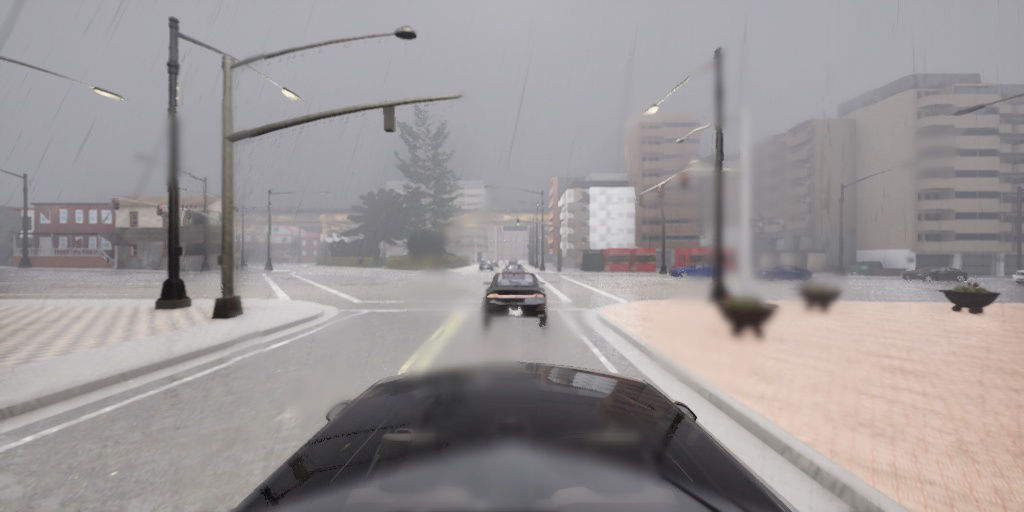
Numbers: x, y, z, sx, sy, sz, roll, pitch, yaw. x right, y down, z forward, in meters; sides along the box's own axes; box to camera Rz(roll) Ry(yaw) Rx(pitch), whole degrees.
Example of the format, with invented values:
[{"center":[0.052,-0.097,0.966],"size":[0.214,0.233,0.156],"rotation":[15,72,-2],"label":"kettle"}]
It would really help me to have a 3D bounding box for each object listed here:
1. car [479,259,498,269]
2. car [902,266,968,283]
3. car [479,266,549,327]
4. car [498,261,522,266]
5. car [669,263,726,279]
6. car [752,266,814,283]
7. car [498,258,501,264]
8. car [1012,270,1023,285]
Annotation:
[{"center":[-3.504,1.297,49.745],"size":[2.128,1.511,4.902],"rotation":[0,0,0],"label":"car"},{"center":[40.654,1.748,34.541],"size":[5.008,1.535,1.882],"rotation":[1,0,0],"label":"car"},{"center":[0.074,1.253,11.615],"size":[2.128,1.511,4.902],"rotation":[0,0,-1],"label":"car"},{"center":[0.151,1.353,29.998],"size":[2.033,1.411,5.357],"rotation":[0,0,0],"label":"car"},{"center":[17.772,1.423,34.437],"size":[5.008,1.535,1.882],"rotation":[1,0,0],"label":"car"},{"center":[23.386,1.540,30.970],"size":[4.674,1.442,1.812],"rotation":[1,0,-1],"label":"car"},{"center":[-3.421,1.425,64.988],"size":[1.895,1.301,4.718],"rotation":[0,0,1],"label":"car"},{"center":[47.187,1.580,31.025],"size":[5.566,2.045,2.150],"rotation":[1,0,0],"label":"car"}]
